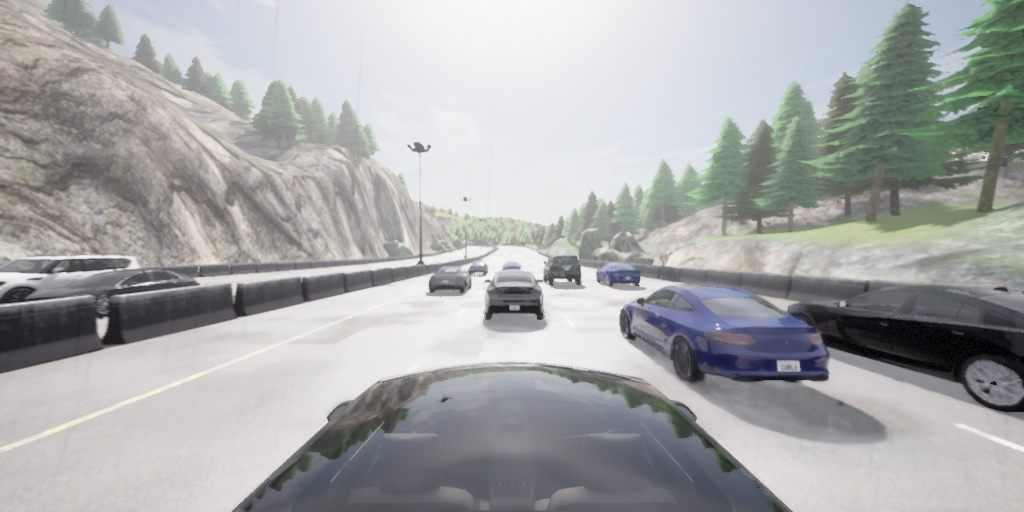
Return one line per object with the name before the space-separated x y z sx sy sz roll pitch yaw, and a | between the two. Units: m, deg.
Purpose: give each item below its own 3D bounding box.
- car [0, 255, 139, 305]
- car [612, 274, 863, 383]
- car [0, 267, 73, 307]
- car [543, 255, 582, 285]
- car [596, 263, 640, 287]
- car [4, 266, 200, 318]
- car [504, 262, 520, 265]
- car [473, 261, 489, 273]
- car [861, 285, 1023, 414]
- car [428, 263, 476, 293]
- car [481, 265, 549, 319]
car | -17.633 0.978 13.877 2.150 2.045 5.566 0 0 0
car | 3.580 1.265 6.962 1.812 1.442 4.674 0 0 0
car | -21.131 1.251 13.937 2.128 1.511 4.902 0 0 0
car | 3.527 0.937 25.731 2.150 2.045 5.566 0 0 0
car | 7.033 1.192 24.208 1.882 1.535 5.008 0 0 0
car | -14.129 1.258 13.114 1.837 1.490 4.892 0 0 0
car | 0.003 1.237 33.394 1.812 1.442 4.674 0 0 0
car | -3.513 1.252 38.244 2.033 1.411 5.357 0 0 0
car | 7.091 1.214 6.025 1.882 1.535 5.008 0 0 0
car | -3.456 1.294 20.631 1.994 1.385 4.181 0 0 0
car | 0.070 1.241 12.734 1.837 1.490 4.892 0 0 0
